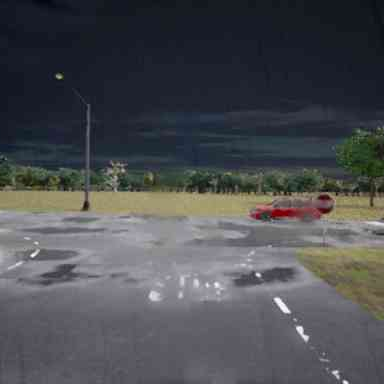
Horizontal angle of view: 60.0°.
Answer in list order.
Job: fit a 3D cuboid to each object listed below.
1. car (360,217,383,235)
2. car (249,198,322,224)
[{"bbox_3d":[12.759,2.099,19.715,4.718,1.301,1.895,2,1,0],"label":"car"},{"bbox_3d":[7.470,1.512,26.729,5.566,2.045,2.150,2,1,0],"label":"car"}]
